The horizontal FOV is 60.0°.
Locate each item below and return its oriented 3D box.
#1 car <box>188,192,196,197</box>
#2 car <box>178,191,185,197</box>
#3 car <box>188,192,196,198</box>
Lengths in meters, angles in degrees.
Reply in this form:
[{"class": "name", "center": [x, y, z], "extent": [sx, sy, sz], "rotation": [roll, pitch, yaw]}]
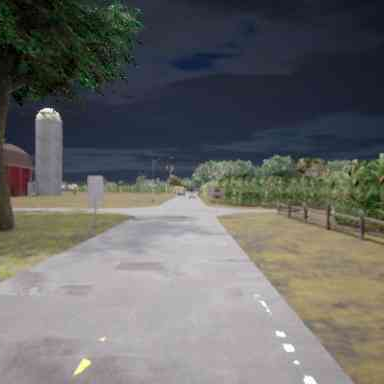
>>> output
[{"class": "car", "center": [0.022, 0.602, 92.921], "extent": [2.033, 1.411, 5.357], "rotation": [0, 1, 0]}, {"class": "car", "center": [-2.730, 0.375, 87.089], "extent": [1.882, 1.535, 5.008], "rotation": [0, 1, 0]}, {"class": "car", "center": [0.019, 0.908, 82.945], "extent": [1.895, 1.301, 4.718], "rotation": [0, 1, 0]}]
